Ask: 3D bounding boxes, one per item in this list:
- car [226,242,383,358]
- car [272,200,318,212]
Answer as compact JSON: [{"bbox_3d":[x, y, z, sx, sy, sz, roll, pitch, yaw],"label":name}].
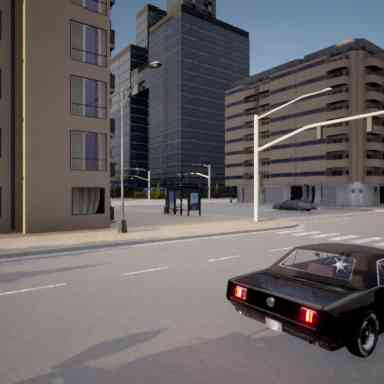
[{"bbox_3d":[2.954,1.601,6.035,4.718,1.301,1.895,0,0,-36],"label":"car"},{"bbox_3d":[12.114,1.603,39.437,2.033,1.411,5.357,0,0,-37],"label":"car"}]
